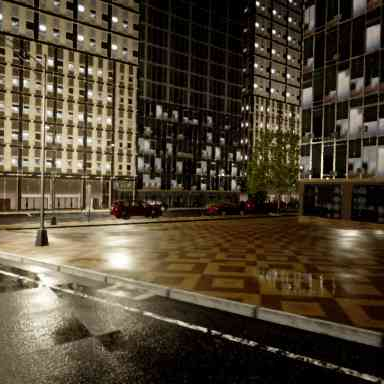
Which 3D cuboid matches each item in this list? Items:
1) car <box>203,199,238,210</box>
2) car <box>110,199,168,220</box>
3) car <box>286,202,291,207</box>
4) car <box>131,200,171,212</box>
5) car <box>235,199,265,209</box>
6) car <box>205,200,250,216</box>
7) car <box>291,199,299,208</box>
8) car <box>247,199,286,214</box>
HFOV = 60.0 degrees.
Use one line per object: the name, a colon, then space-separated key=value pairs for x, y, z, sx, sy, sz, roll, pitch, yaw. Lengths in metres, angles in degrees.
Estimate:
car: x=4.124 y=1.782 z=47.589 sx=4.829 sy=1.417 sz=1.752 roll=1 pitch=1 yaw=-34
car: x=-5.287 y=1.642 z=31.556 sx=5.009 sy=1.841 sz=2.192 roll=1 pitch=1 yaw=-34
car: x=13.608 y=1.932 z=54.107 sx=4.206 sy=1.307 sz=1.802 roll=1 pitch=1 yaw=-34
car: x=-5.080 y=1.716 z=41.264 sx=4.403 sy=1.369 sz=2.008 roll=1 pitch=1 yaw=-34
car: x=8.936 y=1.870 z=50.896 sx=4.313 sy=1.339 sz=1.947 roll=1 pitch=1 yaw=-34
car: x=4.052 y=1.964 z=37.981 sx=4.507 sy=1.381 sz=1.887 roll=1 pitch=1 yaw=-34
car: x=18.280 y=1.963 z=57.317 sx=4.313 sy=1.339 sz=1.947 roll=1 pitch=1 yaw=-34
car: x=8.729 y=1.780 z=41.187 sx=5.009 sy=1.841 sz=2.192 roll=1 pitch=1 yaw=-34
